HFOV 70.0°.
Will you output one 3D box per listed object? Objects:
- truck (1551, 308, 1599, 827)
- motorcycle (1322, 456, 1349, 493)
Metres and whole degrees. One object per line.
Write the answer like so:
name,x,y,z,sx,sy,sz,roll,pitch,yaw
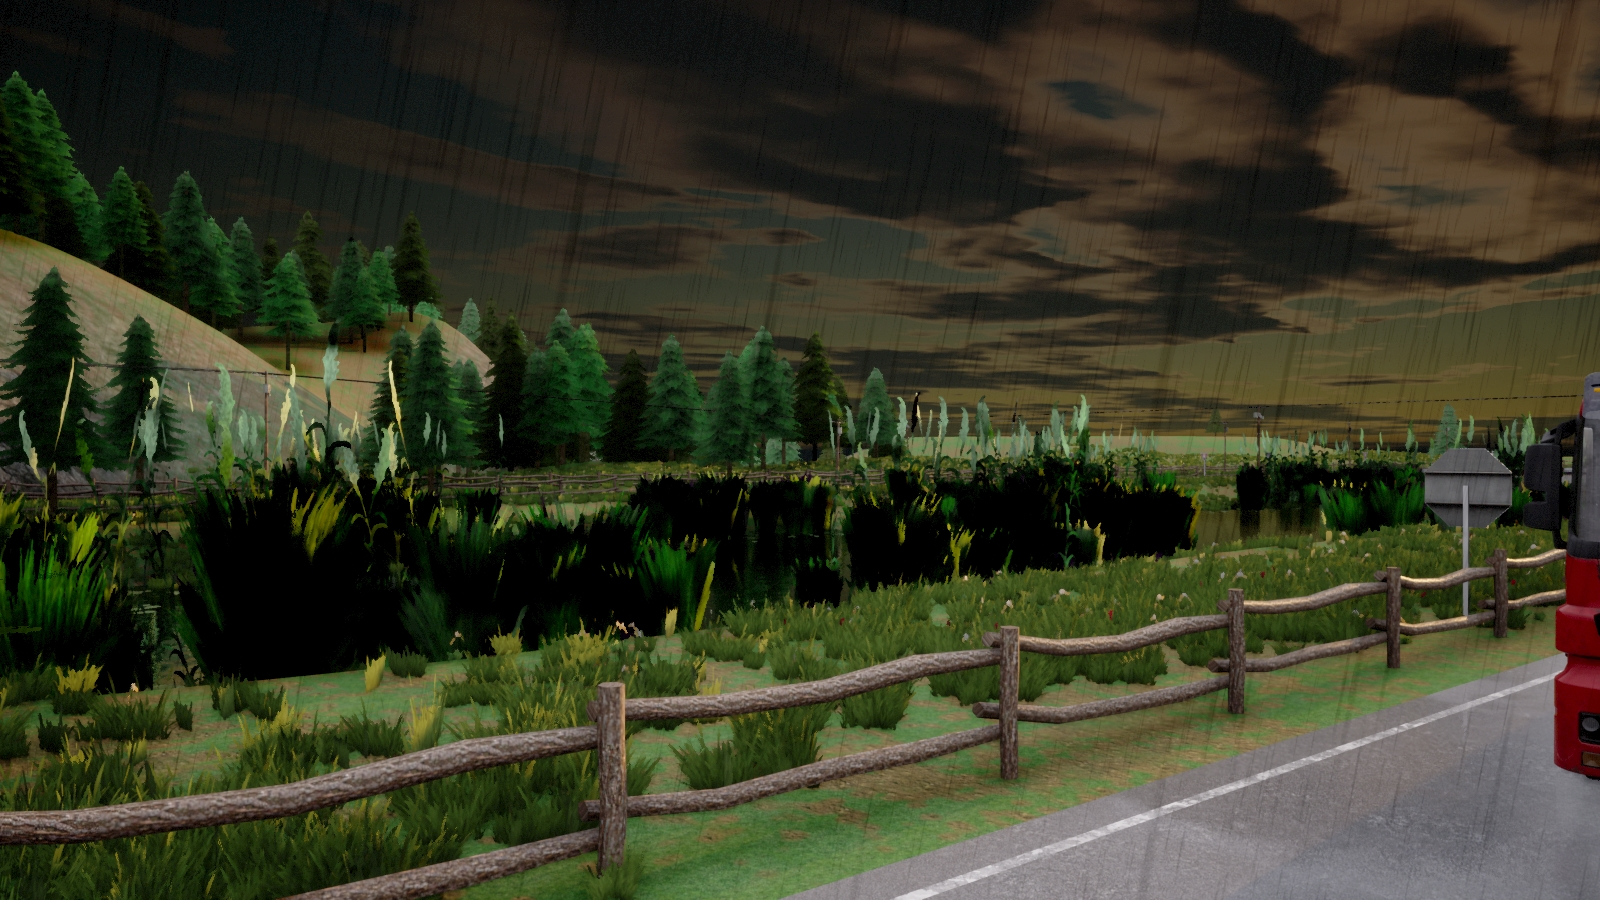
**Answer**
truck,9.482,0.862,10.938,2.891,3.827,8.468,0,0,40
motorcycle,34.910,1.577,74.485,2.033,2.348,0.803,0,0,-39
